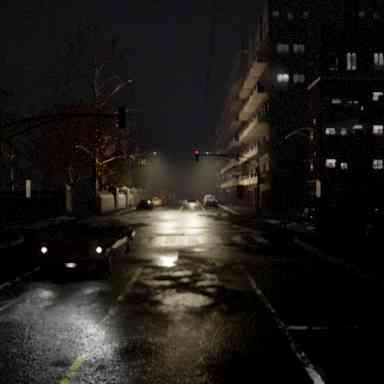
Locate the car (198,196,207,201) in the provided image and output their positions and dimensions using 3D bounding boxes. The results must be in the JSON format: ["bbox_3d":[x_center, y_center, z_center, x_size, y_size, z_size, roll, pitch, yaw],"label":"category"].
[{"bbox_3d":[2.678,1.682,86.031,2.008,1.369,4.403,0,0,0],"label":"car"}]

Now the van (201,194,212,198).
[{"bbox_3d":[2.685,1.398,52.251,1.690,1.788,3.998,0,0,0],"label":"van"}]

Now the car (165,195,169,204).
[{"bbox_3d":[-5.696,1.382,57.879,2.192,1.841,5.009,0,0,0],"label":"car"}]

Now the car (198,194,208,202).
[{"bbox_3d":[2.680,1.432,80.401,2.192,1.841,5.009,0,0,0],"label":"car"}]

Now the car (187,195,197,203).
[{"bbox_3d":[-0.011,1.630,69.705,2.033,1.411,5.357,0,0,0],"label":"car"}]

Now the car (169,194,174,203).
[{"bbox_3d":[-5.700,1.544,74.770,1.967,1.590,4.097,0,0,0],"label":"car"}]

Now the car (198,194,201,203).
[{"bbox_3d":[2.683,1.519,63.511,1.967,1.590,4.097,0,0,0],"label":"car"}]

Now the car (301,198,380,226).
[{"bbox_3d":[11.443,1.478,25.956,5.566,2.045,2.150,1,0,-2],"label":"car"}]

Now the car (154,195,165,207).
[{"bbox_3d":[-5.695,1.582,52.079,1.752,1.417,4.829,0,0,0],"label":"car"}]

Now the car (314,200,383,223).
[{"bbox_3d":[13.462,1.620,28.669,5.009,1.841,2.192,1,-1,-1],"label":"car"}]

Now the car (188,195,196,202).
[{"bbox_3d":[-0.012,1.494,80.124,1.837,1.490,4.892,0,0,0],"label":"car"}]

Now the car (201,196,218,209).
[{"bbox_3d":[2.686,1.592,46.619,1.887,1.381,4.507,0,0,0],"label":"car"}]

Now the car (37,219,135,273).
[{"bbox_3d":[-3.173,1.610,10.898,1.895,1.301,4.718,0,0,0],"label":"car"}]

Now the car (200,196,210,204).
[{"bbox_3d":[2.681,1.642,69.141,2.008,1.369,4.403,0,0,0],"label":"car"}]

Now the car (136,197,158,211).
[{"bbox_3d":[-5.694,1.605,40.988,1.947,1.339,4.313,0,0,0],"label":"car"}]

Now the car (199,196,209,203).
[{"bbox_3d":[2.680,1.648,74.770,1.887,1.381,4.507,0,0,0],"label":"car"}]

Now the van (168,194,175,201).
[{"bbox_3d":[-5.703,1.488,91.660,1.690,1.788,3.998,0,0,0],"label":"van"}]
